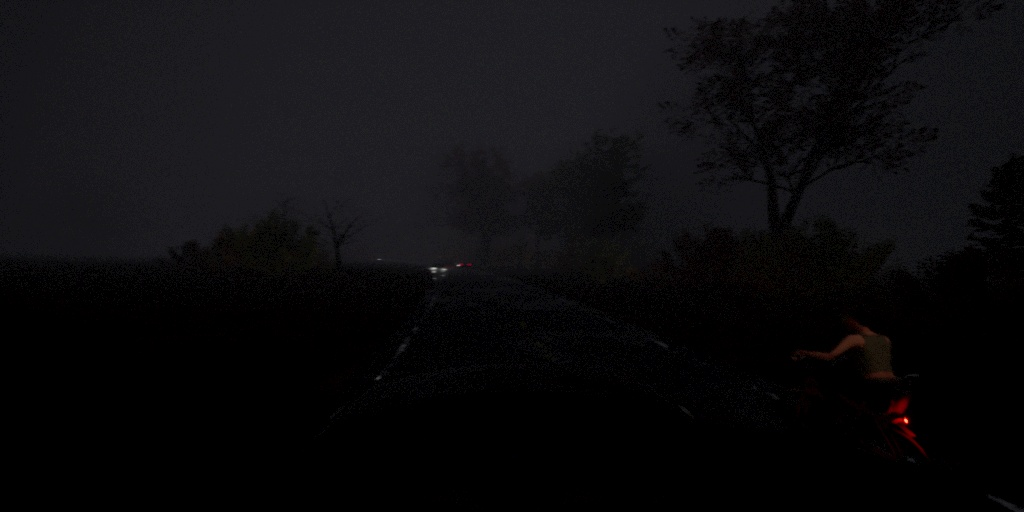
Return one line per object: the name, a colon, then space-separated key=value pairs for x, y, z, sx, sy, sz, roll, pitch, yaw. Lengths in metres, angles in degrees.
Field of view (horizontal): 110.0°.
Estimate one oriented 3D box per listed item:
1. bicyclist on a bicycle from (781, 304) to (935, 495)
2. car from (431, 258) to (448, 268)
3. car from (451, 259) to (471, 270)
bicyclist on a bicycle: x=3.417 y=1.289 z=3.690 sx=0.866 sy=1.612 sz=1.509 roll=2 pitch=0 yaw=-6
car: x=-11.826 y=1.115 z=57.418 sx=1.837 sy=1.490 sz=4.892 roll=2 pitch=0 yaw=-17
car: x=-7.454 y=1.267 z=53.924 sx=2.033 sy=1.411 sz=5.357 roll=2 pitch=0 yaw=-17
